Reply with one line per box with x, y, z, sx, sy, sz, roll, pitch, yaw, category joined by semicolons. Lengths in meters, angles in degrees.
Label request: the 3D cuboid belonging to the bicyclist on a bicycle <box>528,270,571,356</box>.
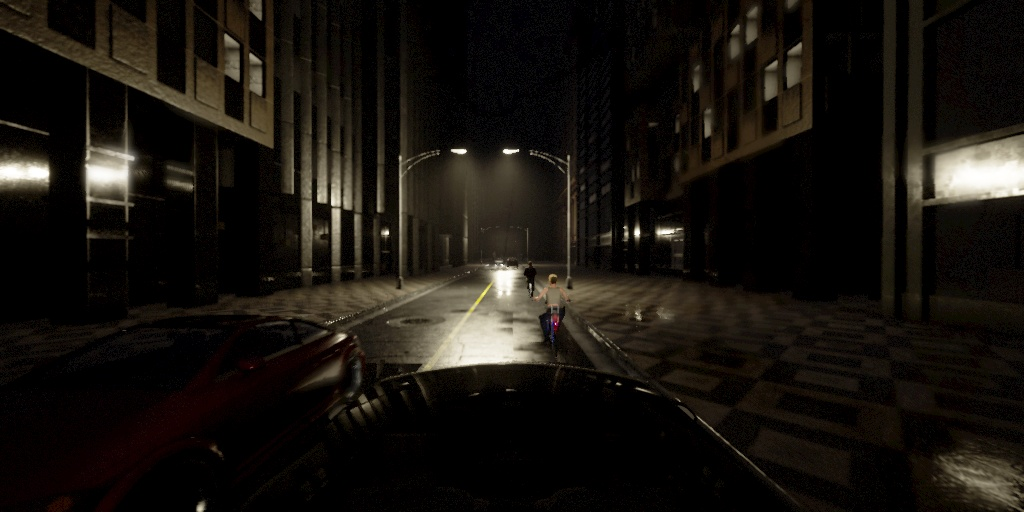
0.861;1.186;7.649;0.866;1.612;1.509;0;0;0;bicyclist on a bicycle

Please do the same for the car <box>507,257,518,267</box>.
0.122;1.194;63.345;1.882;1.535;5.008;0;0;0;car

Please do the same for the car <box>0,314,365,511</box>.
-3.103;1.314;3.486;1.994;1.385;4.181;0;0;0;car

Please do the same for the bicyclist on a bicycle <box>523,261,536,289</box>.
0.831;1.117;16.416;0.659;1.776;1.843;0;0;0;bicyclist on a bicycle
